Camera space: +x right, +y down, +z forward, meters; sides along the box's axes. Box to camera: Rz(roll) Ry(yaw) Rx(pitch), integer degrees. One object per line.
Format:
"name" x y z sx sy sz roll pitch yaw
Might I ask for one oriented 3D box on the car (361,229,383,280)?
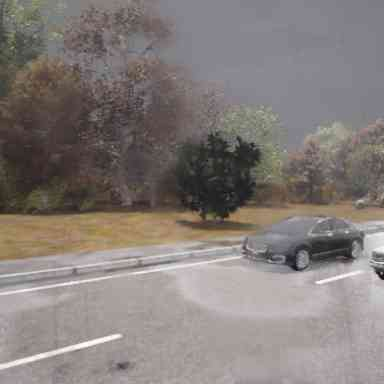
"car" 6.675 1.613 8.726 4.718 1.301 1.895 0 0 -35

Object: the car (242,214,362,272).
"car" 3.805 1.517 10.984 4.892 1.490 1.837 1 0 -35
